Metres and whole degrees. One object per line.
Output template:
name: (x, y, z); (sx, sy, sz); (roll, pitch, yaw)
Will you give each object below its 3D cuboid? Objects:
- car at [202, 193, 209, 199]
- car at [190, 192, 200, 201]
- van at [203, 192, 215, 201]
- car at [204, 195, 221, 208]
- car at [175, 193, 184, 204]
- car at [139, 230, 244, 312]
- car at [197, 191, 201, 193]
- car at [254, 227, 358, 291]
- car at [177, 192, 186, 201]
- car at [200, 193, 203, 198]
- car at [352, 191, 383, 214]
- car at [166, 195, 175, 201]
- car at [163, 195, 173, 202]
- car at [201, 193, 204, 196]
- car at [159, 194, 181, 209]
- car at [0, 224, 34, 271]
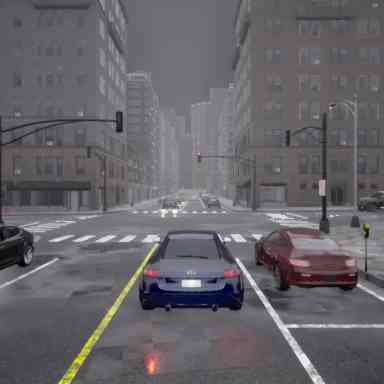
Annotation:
car: (3.816, 1.144, 93.078); (1.882, 1.535, 5.008); (0, 0, 0)
car: (0.516, 1.319, 74.368); (1.812, 1.442, 4.674); (0, 0, 0)
van: (3.081, 1.250, 51.480); (1.690, 1.788, 3.998); (0, 0, 0)
car: (3.034, 1.508, 45.929); (1.802, 1.307, 4.206); (0, 0, 0)
car: (-2.722, 1.419, 56.842); (1.812, 1.442, 4.674); (0, 1, 1)
car: (0.002, 1.562, 7.799); (1.994, 1.385, 4.181); (0, 0, 0)
car: (0.601, 1.088, 84.368); (2.128, 1.511, 4.902); (0, 0, 0)
car: (2.759, 1.580, 8.720); (1.802, 1.307, 4.206); (0, 0, 0)
car: (-2.506, 1.345, 71.856); (2.128, 1.511, 4.902); (0, 0, 0)
car: (3.274, 1.389, 73.694); (1.802, 1.307, 4.206); (0, 0, 0)
car: (18.042, 0.913, 31.202); (5.566, 2.045, 2.150); (-1, 0, 0)
car: (-5.203, 1.349, 79.322); (1.802, 1.307, 4.206); (0, 0, 0)
car: (-5.251, 1.357, 73.770); (2.008, 1.369, 4.403); (0, 0, 0)
car: (3.227, 1.425, 68.138); (1.802, 1.307, 4.206); (0, 0, 0)
car: (-2.838, 1.436, 43.903); (1.837, 1.490, 4.892); (0, 0, 2)
car: (-5.766, 1.564, 8.722); (1.947, 1.339, 4.313); (0, 0, 0)
